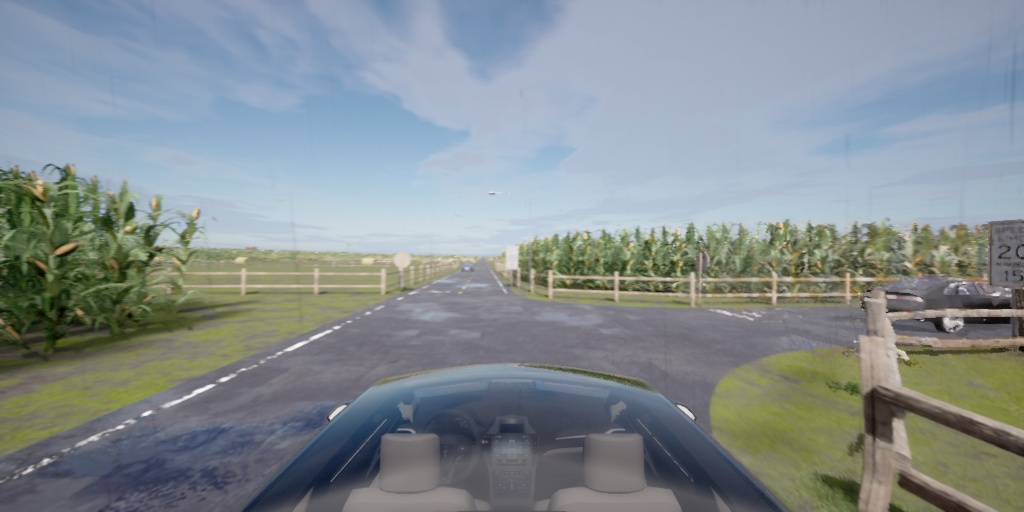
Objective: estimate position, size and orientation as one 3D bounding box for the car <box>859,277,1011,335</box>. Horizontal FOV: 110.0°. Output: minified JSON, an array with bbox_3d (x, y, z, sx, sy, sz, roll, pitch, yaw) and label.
[{"bbox_3d":[13.288,1.408,10.783,4.902,1.511,2.128,0,0,-6],"label":"car"}]

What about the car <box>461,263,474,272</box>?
[{"bbox_3d":[-7.529,1.881,61.032,1.812,1.442,4.674,1,-1,-4],"label":"car"}]
